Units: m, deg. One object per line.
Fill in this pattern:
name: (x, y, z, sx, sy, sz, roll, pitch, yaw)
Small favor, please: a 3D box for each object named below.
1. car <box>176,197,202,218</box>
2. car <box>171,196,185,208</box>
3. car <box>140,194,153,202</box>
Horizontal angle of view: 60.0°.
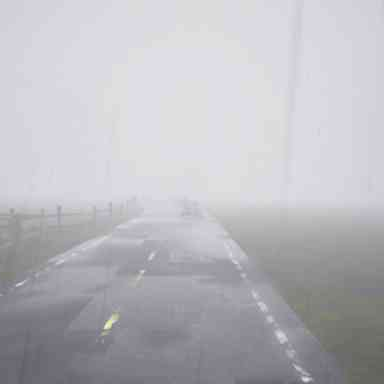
car: (-0.126, 1.413, 28.285, 2.033, 1.411, 5.357, 0, 0, -2)
car: (-1.712, 1.277, 44.749, 1.837, 1.490, 4.892, 0, 1, -9)
car: (-8.667, 1.110, 63.241, 1.882, 1.535, 5.008, 0, 0, -15)
